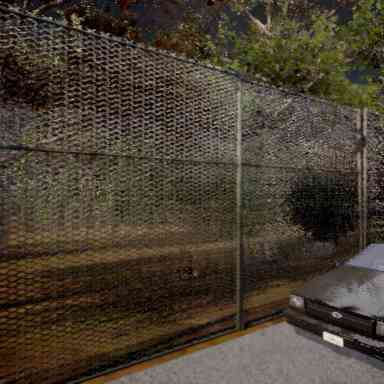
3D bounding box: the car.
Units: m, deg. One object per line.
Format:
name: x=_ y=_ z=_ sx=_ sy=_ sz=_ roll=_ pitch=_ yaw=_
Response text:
car: x=4.034 y=1.567 z=5.939 sx=5.357 sy=1.411 sz=2.033 roll=0 pitch=0 yaw=-35
